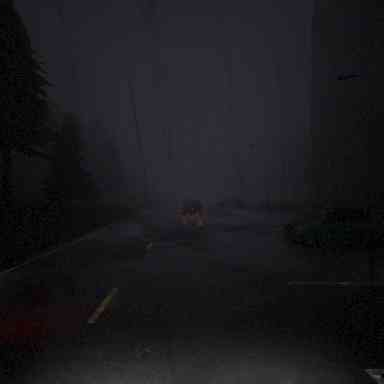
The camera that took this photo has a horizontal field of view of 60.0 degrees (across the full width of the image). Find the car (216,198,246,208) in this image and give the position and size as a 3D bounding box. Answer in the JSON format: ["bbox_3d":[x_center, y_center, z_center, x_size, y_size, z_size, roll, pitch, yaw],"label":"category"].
[{"bbox_3d":[5.511,1.550,47.234,4.181,1.381,1.994,0,0,-1],"label":"car"}]

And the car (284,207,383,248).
[{"bbox_3d":[6.029,1.483,14.226,3.988,1.617,1.851,0,0,-1],"label":"car"}]

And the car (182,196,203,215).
[{"bbox_3d":[0.066,1.478,33.545,1.882,1.535,5.008,0,0,0],"label":"car"}]
